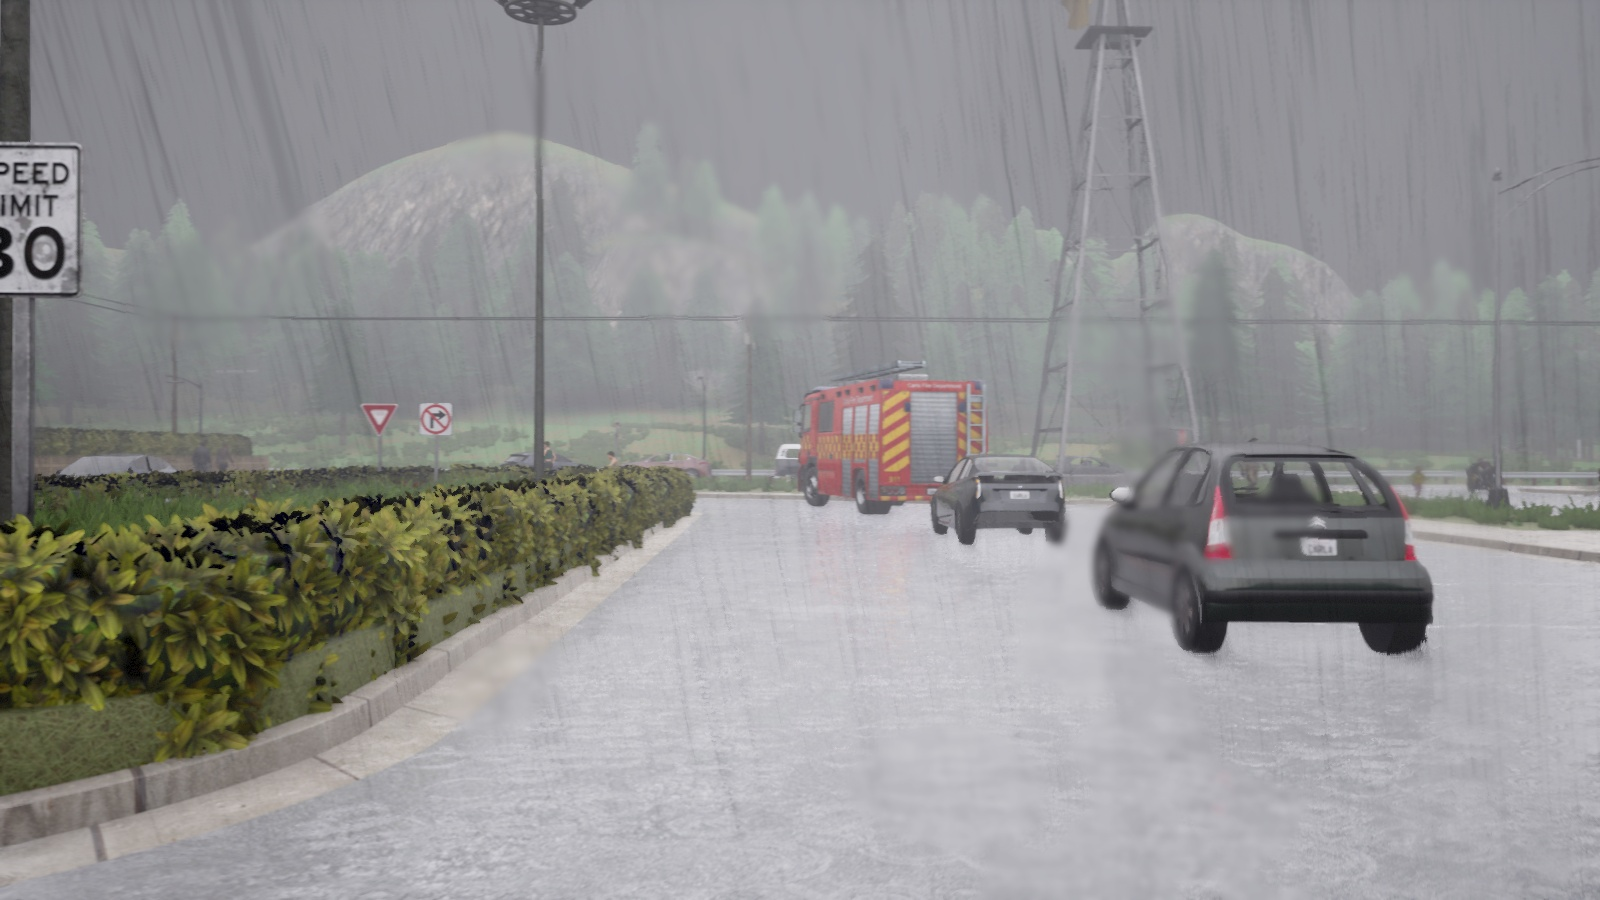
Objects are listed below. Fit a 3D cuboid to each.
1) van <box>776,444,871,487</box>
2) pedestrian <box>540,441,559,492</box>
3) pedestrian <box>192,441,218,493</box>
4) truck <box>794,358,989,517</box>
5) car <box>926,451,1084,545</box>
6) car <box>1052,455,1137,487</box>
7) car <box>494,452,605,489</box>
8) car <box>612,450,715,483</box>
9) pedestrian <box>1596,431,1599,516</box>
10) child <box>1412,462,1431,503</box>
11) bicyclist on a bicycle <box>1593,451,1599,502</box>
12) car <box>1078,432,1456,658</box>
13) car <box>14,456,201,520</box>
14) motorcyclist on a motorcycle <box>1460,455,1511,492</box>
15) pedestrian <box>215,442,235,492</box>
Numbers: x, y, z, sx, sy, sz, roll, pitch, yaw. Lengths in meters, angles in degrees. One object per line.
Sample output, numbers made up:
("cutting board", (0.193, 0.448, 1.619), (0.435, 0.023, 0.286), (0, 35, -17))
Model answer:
("van", (1.107, 0.725, 60.223), (4.480, 2.038, 2.069), (0, 0, -1))
("pedestrian", (-9.156, 0.609, 45.866), (0.594, 1.836, 0.345), (0, 0, 28))
("pedestrian", (-21.656, 0.625, 45.684), (0.563, 1.883, 0.849), (0, 0, -2))
("truck", (2.252, -0.274, 34.791), (2.891, 3.827, 8.468), (0, 0, -14))
("car", (3.541, 0.784, 22.530), (2.007, 1.525, 4.514), (0, 0, -1))
("car", (14.137, 0.997, 60.376), (3.633, 1.501, 1.845), (0, 0, -1))
("car", (-11.539, 0.940, 58.160), (2.033, 1.649, 4.856), (-1, -1, 38))
("car", (-6.882, 0.806, 63.629), (5.027, 1.651, 2.152), (0, 0, -1))
("pedestrian", (17.078, 0.490, 26.291), (0.328, 1.805, 0.869), (0, 0, 6))
("child", (17.490, 0.908, 35.325), (0.299, 1.160, 0.473), (0, 0, -1))
("bicyclist on a bicycle", (25.467, 0.831, 39.033), (0.582, 1.620, 1.656), (0, 0, -2))
("car", (3.774, 0.685, 10.964), (1.851, 1.617, 3.988), (0, 0, 1))
("car", (-17.406, 0.905, 31.884), (2.163, 1.488, 4.792), (0, 0, -1))
("motorcyclist on a motorcycle", (28.575, 0.966, 52.404), (0.866, 1.530, 2.191), (0, 0, -2))
("pedestrian", (-21.343, 0.629, 46.631), (0.331, 1.846, 0.634), (0, 0, 14))
